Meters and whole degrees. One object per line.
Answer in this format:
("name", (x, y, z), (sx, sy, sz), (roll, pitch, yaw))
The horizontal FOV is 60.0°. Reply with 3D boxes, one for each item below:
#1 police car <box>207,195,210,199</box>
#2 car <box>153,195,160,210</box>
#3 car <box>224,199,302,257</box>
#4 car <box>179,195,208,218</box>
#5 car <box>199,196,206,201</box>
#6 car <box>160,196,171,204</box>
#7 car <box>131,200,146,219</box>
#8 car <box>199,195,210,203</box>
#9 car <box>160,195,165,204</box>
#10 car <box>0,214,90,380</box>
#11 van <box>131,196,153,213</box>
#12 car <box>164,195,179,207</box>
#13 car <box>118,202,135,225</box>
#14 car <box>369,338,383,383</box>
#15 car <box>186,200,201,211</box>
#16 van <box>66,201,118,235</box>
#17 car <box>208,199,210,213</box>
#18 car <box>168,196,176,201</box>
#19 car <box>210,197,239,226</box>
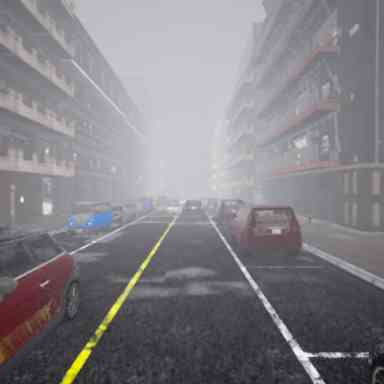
("police car", (3.097, 1.571, 51.188), (1.930, 1.638, 5.238), (0, 0, 0))
("car", (-5.636, 1.427, 41.352), (2.192, 1.841, 5.009), (-1, 0, 0))
("car", (2.700, 1.351, 12.985), (2.192, 1.841, 5.009), (-1, 0, 0))
("car", (0.142, 1.435, 30.748), (2.097, 1.767, 4.553), (0, 0, 0))
("car", (2.856, 1.839, 92.278), (1.947, 1.339, 4.313), (-1, 0, 0))
("car", (-5.570, 1.637, 69.671), (1.967, 1.590, 4.097), (-1, 0, 0))
("car", (-5.614, 1.661, 30.023), (1.802, 1.307, 4.206), (-1, 0, 0))
("car", (2.819, 1.534, 75.288), (2.192, 1.841, 5.009), (-1, 0, 0))
("car", (-5.582, 1.494, 64.008), (2.192, 1.841, 5.009), (-1, 0, 0))
("car", (-3.091, 1.362, 4.200), (2.097, 1.767, 4.553), (0, 0, 0))
("van", (-5.618, 1.436, 35.689), (1.690, 1.788, 3.998), (-1, 0, 0))
("car", (-2.961, 1.643, 54.238), (2.128, 1.511, 4.902), (0, 0, 1))
("car", (-5.622, 1.645, 24.359), (1.802, 1.307, 4.206), (-1, 0, 0))
("car", (2.682, 1.572, 1.658), (1.947, 1.339, 4.313), (-1, 0, 0))
("car", (0.169, 1.725, 44.670), (1.895, 1.301, 4.718), (0, 0, 0))
("van", (-5.635, 1.388, 18.696), (1.690, 1.788, 3.998), (-1, 0, 0))
("car", (2.747, 1.681, 35.641), (1.802, 1.307, 4.206), (-1, 0, 0))
("car", (-5.525, 1.794, 92.158), (1.752, 1.417, 4.829), (-1, 0, 0))
("car", (2.722, 1.382, 24.314), (2.192, 1.841, 5.009), (-1, 0, 0))
